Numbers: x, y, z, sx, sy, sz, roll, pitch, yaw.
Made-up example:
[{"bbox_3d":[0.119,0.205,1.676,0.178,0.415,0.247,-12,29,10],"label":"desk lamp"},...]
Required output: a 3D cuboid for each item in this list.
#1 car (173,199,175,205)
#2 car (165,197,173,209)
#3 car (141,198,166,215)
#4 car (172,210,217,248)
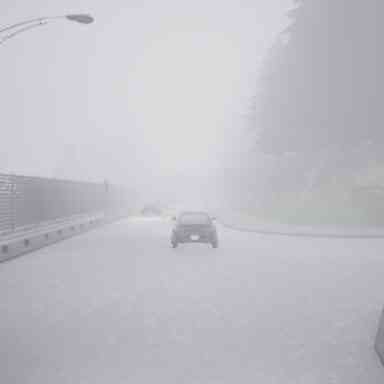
[{"bbox_3d":[-4.095,1.611,58.135,1.994,1.385,4.181,0,0,1],"label":"car"},{"bbox_3d":[-4.062,1.542,44.909,1.837,1.490,4.892,0,0,0],"label":"car"},{"bbox_3d":[-4.077,1.629,34.263,1.895,1.301,4.718,0,0,0],"label":"car"},{"bbox_3d":[0.097,1.538,14.752,1.812,1.442,4.674,0,0,0],"label":"car"}]
